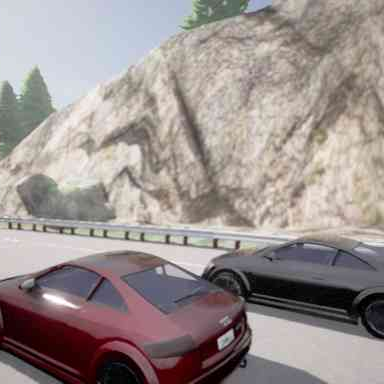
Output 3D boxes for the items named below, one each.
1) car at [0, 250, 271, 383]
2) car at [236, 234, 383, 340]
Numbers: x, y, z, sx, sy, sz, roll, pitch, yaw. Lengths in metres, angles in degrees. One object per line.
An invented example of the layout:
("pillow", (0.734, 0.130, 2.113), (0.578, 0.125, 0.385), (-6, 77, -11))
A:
("car", (-1.287, 1.556, 4.726), (4.181, 1.385, 1.994), (0, 0, 34))
("car", (2.265, 1.549, 6.533), (4.181, 1.385, 1.994), (0, 0, 35))
